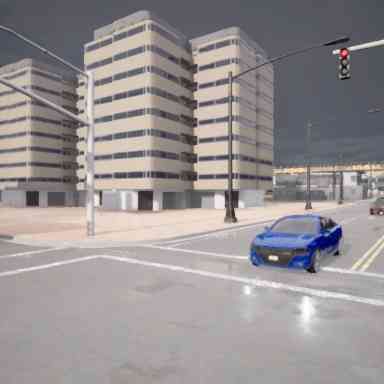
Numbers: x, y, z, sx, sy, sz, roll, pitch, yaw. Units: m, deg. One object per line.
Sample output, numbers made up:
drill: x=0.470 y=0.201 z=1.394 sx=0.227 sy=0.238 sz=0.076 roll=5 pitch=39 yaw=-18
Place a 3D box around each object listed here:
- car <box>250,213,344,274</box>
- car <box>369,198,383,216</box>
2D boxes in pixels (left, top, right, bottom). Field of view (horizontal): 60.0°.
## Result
car: x=3.625 y=1.495 z=10.999 sx=1.882 sy=1.535 sz=5.008 roll=0 pitch=0 yaw=35
car: x=18.519 y=1.341 z=32.042 sx=2.097 sy=1.767 sz=4.553 roll=0 pitch=0 yaw=35
